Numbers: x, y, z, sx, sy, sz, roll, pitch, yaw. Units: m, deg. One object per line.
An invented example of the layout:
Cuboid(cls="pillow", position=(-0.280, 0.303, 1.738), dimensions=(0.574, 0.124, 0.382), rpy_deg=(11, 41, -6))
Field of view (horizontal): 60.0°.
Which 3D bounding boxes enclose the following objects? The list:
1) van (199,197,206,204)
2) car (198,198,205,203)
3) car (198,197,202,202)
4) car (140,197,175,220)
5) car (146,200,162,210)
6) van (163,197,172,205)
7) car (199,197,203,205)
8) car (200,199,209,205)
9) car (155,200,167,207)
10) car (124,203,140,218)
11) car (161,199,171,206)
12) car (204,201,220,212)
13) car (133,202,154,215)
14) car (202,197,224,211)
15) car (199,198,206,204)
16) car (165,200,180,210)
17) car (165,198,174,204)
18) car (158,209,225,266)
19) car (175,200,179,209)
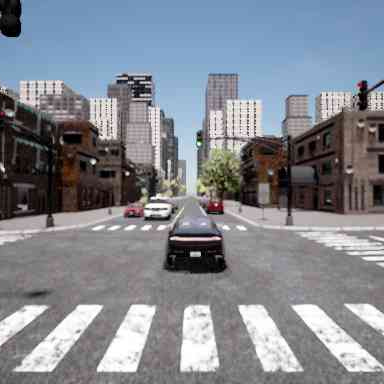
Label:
Cuboid(cls="van", position=(2.695, 2.089, 83.661), dimensions=(1.690, 1.788, 3.998), rpy_deg=(0, -1, 0))
Cuboid(cls="car", position=(2.696, 2.443, 94.708), dimensions=(1.802, 1.307, 4.206), rpy_deg=(0, -1, 0))
Cuboid(cls="car", position=(2.694, 2.084, 61.559), dimensions=(2.008, 1.369, 4.403), rpy_deg=(0, -1, 0))
Cuboid(cls="car", position=(-3.084, 1.479, 30.997), dimensions=(2.150, 2.045, 5.566), rpy_deg=(0, -1, 0))
Cuboid(cls="car", position=(-5.686, 1.954, 50.339), dimensions=(1.752, 1.417, 4.829), rpy_deg=(0, -1, 0))
Cuboid(cls="van", position=(-5.685, 2.034, 78.136), dimensions=(1.690, 1.788, 3.998), rpy_deg=(0, -1, 0))
Cuboid(cls="car", position=(2.694, 2.047, 56.034), dimensions=(1.947, 1.339, 4.313), rpy_deg=(0, -1, 0))
Cuboid(cls="car", position=(2.695, 2.221, 72.608), dimensions=(1.802, 1.307, 4.206), rpy_deg=(0, -1, 0))
Cuboid(cls="car", position=(-5.686, 2.115, 61.559), dimensions=(1.802, 1.307, 4.206), rpy_deg=(0, -1, 0))
Cuboid(cls="car", position=(-5.775, 1.827, 33.937), dimensions=(1.887, 1.381, 4.507), rpy_deg=(0, 0, 0))
Cuboid(cls="car", position=(-5.686, 2.162, 72.438), dimensions=(1.752, 1.417, 4.829), rpy_deg=(0, -1, 0))
Cuboid(cls="car", position=(2.694, 1.947, 44.983), dimensions=(1.947, 1.339, 4.313), rpy_deg=(0, -1, 0))
Cuboid(cls="car", position=(-5.687, 1.897, 39.458), dimensions=(1.947, 1.339, 4.313), rpy_deg=(0, -1, 0))
Cuboid(cls="car", position=(2.694, 1.647, 39.460), dimensions=(2.192, 1.841, 5.009), rpy_deg=(0, -1, 0))
Cuboid(cls="car", position=(2.695, 2.331, 89.354), dimensions=(1.752, 1.417, 4.829), rpy_deg=(0, -1, 0))
Cuboid(cls="car", position=(-2.997, 1.986, 51.377), dimensions=(2.033, 1.411, 5.357), rpy_deg=(0, -1, 0))
Cuboid(cls="car", position=(-5.685, 2.299, 83.659), dimensions=(2.008, 1.369, 4.403), rpy_deg=(0, -1, 0))
Cuboid(cls="car", position=(0.100, 1.588, 11.936), dimensions=(2.128, 1.511, 4.902), rpy_deg=(0, 0, 0))
Cuboid(cls="car", position=(-3.064, 1.910, 41.045), dimensions=(1.994, 1.385, 4.181), rpy_deg=(0, -1, 0))
